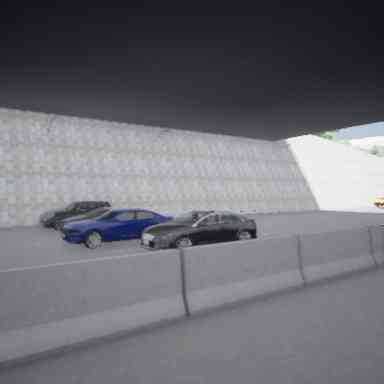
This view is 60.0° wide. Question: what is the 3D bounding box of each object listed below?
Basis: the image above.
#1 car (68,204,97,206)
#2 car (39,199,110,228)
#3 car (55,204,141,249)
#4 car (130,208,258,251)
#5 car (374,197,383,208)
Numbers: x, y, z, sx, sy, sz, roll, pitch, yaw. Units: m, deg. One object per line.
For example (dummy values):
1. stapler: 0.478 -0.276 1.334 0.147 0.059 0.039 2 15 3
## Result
1. car: -4.756 1.541 17.795 4.181 1.385 1.994 0 0 -35
2. car: -6.915 1.329 20.553 4.553 1.767 2.097 0 0 -35
3. car: -3.067 1.457 14.701 5.008 1.535 1.882 0 0 -35
4. car: 0.416 1.465 12.885 4.902 1.511 2.128 0 0 -35
5. car: 25.956 1.325 43.917 5.008 1.535 1.882 0 0 -35
